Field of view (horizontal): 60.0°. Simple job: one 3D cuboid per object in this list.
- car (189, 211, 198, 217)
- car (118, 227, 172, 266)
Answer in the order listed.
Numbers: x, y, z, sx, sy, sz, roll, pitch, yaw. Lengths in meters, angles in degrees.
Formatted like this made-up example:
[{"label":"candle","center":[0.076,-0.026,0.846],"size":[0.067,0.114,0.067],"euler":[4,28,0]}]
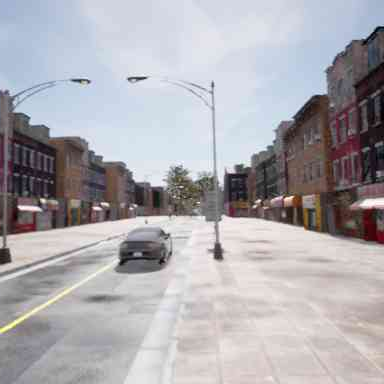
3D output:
[{"label":"car","center":[0.307,5.729,86.440],"size":[1.837,1.490,4.892],"euler":[-2,-3,2]},{"label":"car","center":[-1.943,2.265,14.618],"size":[1.812,1.442,4.674],"euler":[-2,-3,2]}]
